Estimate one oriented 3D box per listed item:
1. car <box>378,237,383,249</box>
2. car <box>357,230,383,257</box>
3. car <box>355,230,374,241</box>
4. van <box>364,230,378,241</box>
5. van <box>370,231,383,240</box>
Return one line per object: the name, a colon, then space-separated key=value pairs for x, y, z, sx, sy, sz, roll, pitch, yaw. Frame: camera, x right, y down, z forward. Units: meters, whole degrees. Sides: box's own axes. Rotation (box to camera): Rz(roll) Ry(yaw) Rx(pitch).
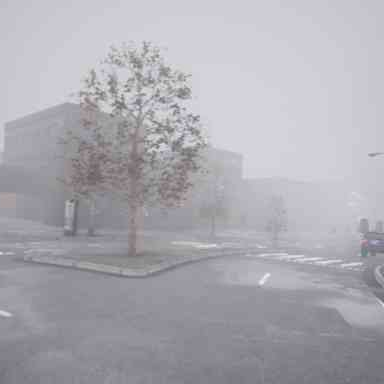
car: x=28.084 y=7.245 z=47.181 sx=2.128 sy=1.511 sz=4.902 roll=0 pitch=-5 yaw=40
car: x=15.454 y=4.331 z=27.105 sx=2.150 sy=2.045 sz=5.566 roll=0 pitch=-8 yaw=39
car: x=35.918 y=9.029 z=69.141 sx=2.435 sy=2.045 sz=5.566 roll=0 pitch=-5 yaw=40
van: x=39.440 y=9.563 z=73.276 sx=1.878 sy=1.987 sz=4.442 roll=0 pitch=-5 yaw=40
van: x=43.022 y=10.077 z=77.480 sx=1.878 sy=1.987 sz=4.442 roll=0 pitch=-5 yaw=40
